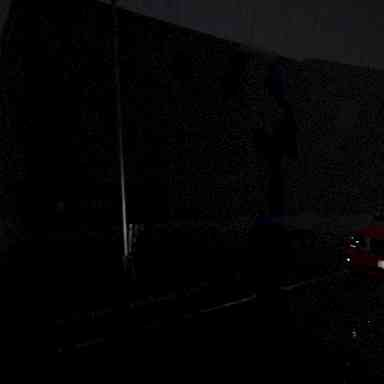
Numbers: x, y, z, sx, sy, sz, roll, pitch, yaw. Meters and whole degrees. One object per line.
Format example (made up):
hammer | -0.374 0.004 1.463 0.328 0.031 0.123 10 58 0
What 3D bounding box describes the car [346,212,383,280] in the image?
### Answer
car | 6.220 1.079 8.419 5.566 2.045 2.150 -2 1 -35
